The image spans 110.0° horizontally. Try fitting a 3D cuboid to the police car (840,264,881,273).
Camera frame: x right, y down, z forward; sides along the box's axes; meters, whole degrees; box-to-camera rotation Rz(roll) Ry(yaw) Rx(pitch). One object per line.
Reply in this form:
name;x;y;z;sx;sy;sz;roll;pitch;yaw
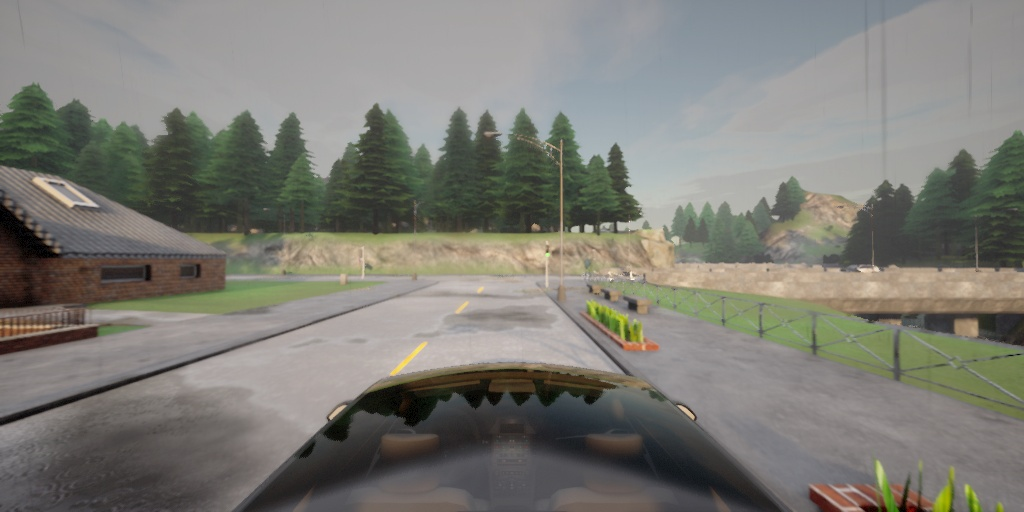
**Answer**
police car;40.339;1.704;41.743;4.974;1.542;2.038;0;-1;0
